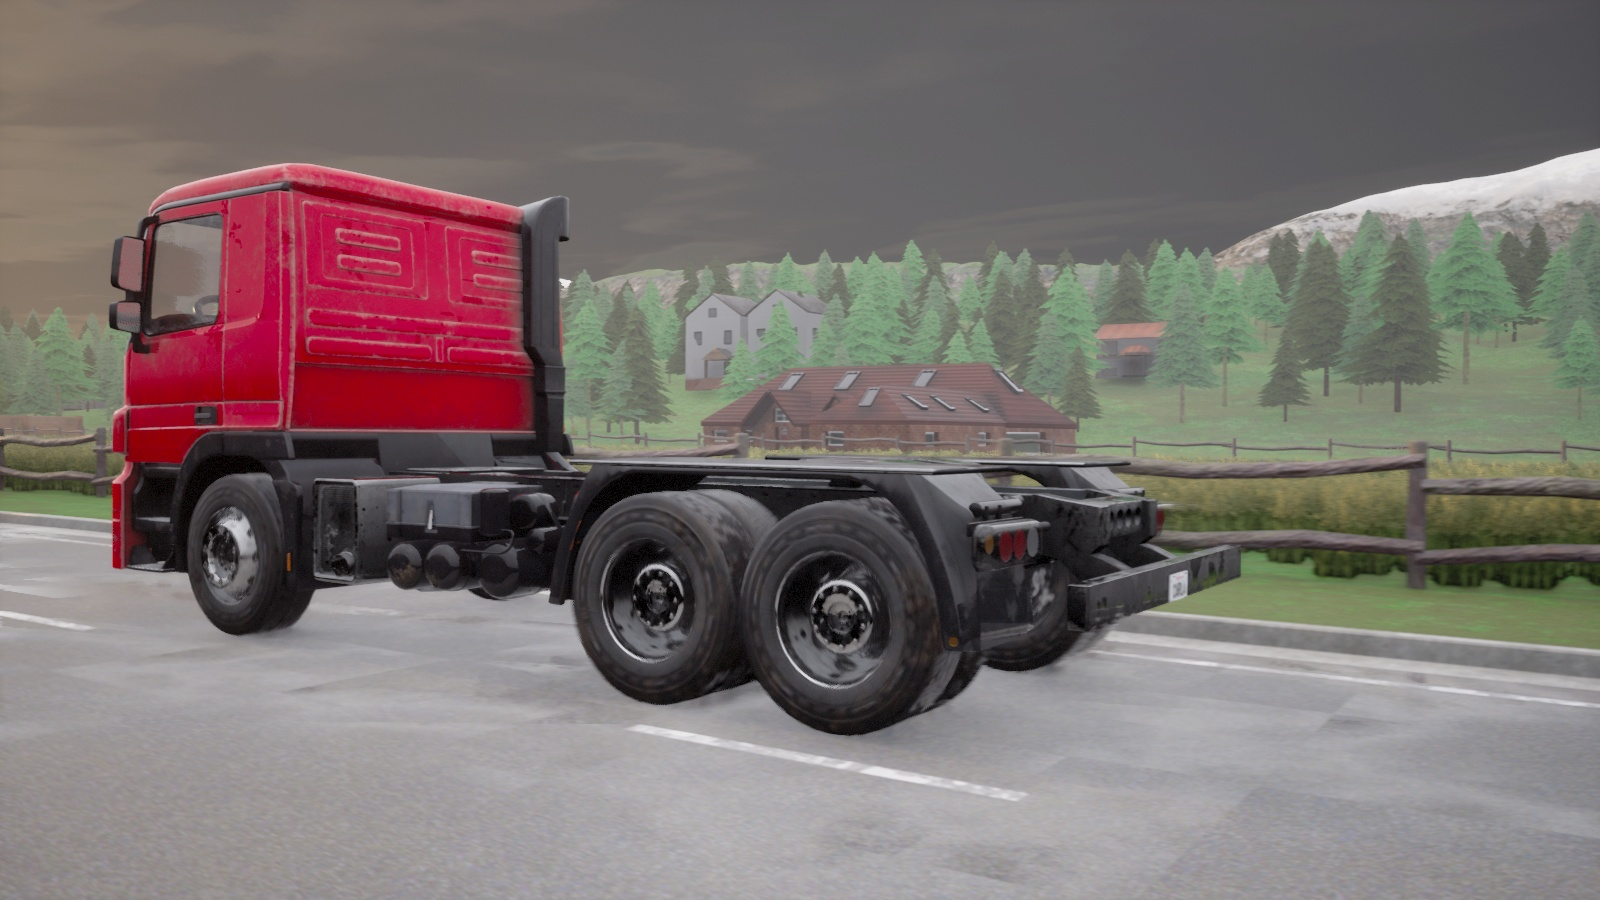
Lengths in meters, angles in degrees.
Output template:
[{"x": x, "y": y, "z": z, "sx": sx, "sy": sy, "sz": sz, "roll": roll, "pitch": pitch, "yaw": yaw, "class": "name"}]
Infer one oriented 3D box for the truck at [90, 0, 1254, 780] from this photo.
[{"x": -1.331, "y": -0.357, "z": 8.685, "sx": 7.936, "sy": 3.462, "sz": 2.891, "roll": 0, "pitch": 1, "yaw": 34, "class": "truck"}]
